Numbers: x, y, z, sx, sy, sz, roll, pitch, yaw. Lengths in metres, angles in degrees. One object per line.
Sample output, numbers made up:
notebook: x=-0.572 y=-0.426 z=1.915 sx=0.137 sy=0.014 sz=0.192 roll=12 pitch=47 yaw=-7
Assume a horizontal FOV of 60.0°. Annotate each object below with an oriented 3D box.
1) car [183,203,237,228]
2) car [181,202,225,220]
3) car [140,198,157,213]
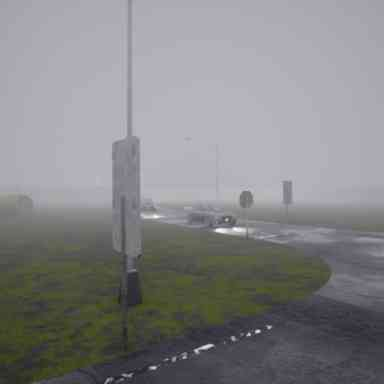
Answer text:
car: x=1.257 y=1.587 z=22.936 sx=1.994 sy=1.385 sz=4.181 roll=-1 pitch=0 yaw=-29
car: x=0.897 y=1.608 z=29.812 sx=1.895 sy=1.301 sz=4.718 roll=-1 pitch=0 yaw=-27
car: x=-5.276 y=1.654 z=36.566 sx=1.895 sy=1.301 sz=4.718 roll=-1 pitch=0 yaw=-21
